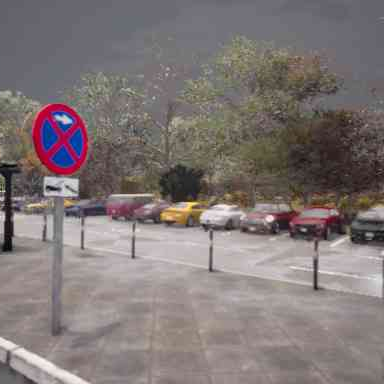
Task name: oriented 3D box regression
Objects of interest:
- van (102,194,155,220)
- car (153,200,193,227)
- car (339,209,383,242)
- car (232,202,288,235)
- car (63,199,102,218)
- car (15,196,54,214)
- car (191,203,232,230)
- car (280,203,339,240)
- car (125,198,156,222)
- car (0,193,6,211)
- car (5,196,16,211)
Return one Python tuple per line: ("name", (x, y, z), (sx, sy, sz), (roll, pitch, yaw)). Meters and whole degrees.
("van", (-4.462, 1.161, 26.031), (1.878, 1.987, 4.442), (1, 0, 35))
("car", (-0.010, 1.449, 22.716), (2.097, 1.535, 5.008), (1, 0, 35))
("car", (9.037, 1.578, 16.282), (2.231, 1.521, 4.892), (1, 0, 35))
("car", (4.536, 1.387, 19.528), (2.185, 1.767, 4.553), (1, 0, 35))
("car", (-9.072, 1.355, 29.130), (2.163, 1.488, 4.792), (1, 0, 35))
("car", (-13.686, 1.261, 32.220), (1.946, 1.575, 5.366), (1, 0, 35))
("car", (2.253, 1.521, 21.110), (2.002, 1.452, 4.674), (1, 0, 35))
("car", (6.782, 1.544, 17.900), (2.097, 1.535, 5.008), (1, 0, 35))
("car", (-2.273, 1.458, 24.327), (2.002, 1.452, 4.674), (1, 0, 35))
("car", (-18.098, 1.203, 35.593), (2.231, 1.521, 4.892), (1, 0, 35))
("car", (-15.824, 1.263, 34.003), (2.163, 1.488, 4.792), (1, 0, 35))
